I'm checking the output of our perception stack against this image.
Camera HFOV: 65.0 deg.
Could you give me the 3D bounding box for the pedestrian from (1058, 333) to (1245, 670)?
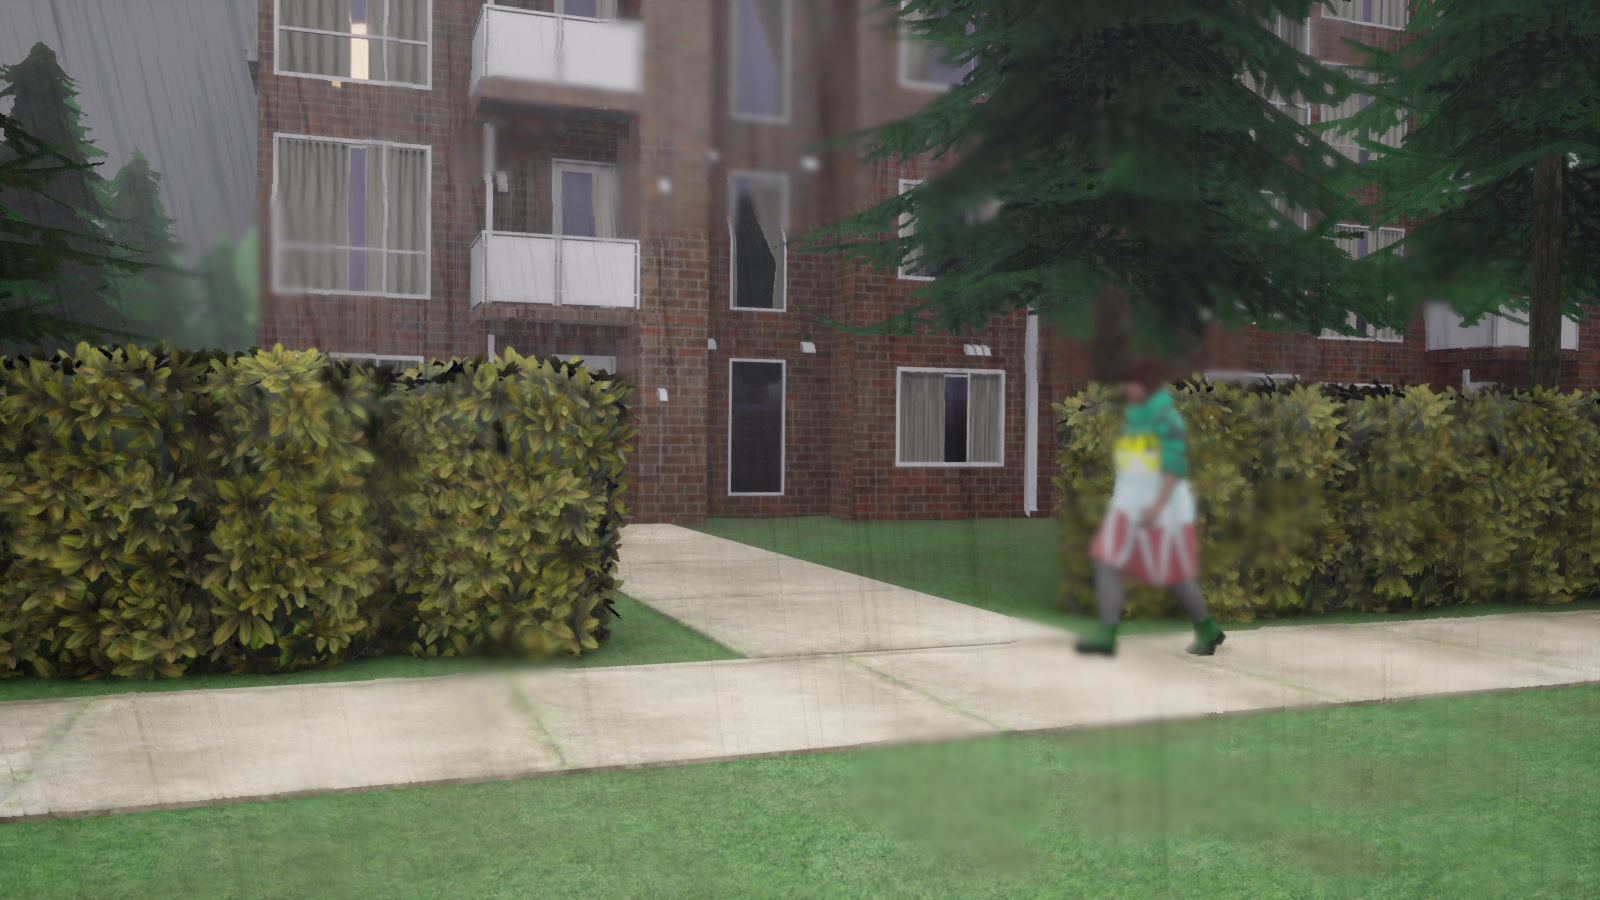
[{"bbox_3d":[2.137,0.289,7.690,0.873,1.952,0.659,-1,1,-16],"label":"pedestrian"}]
